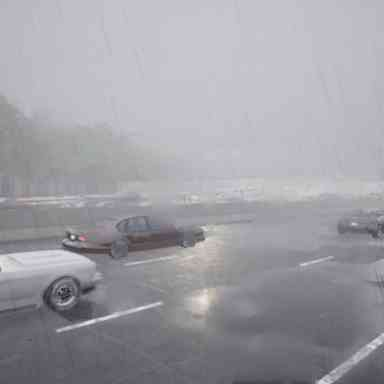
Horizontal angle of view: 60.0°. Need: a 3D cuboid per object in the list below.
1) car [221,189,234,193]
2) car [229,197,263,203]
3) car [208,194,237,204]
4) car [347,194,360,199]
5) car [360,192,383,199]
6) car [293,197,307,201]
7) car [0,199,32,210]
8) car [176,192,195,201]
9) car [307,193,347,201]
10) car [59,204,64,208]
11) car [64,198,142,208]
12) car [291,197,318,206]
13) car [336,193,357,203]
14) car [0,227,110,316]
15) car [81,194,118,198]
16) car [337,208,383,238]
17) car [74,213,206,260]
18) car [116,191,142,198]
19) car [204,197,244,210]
[{"bbox_3d":[7.651,0.156,70.578,1.812,1.442,4.674,1,3,34],"label":"car"},{"bbox_3d":[6.141,1.498,33.747,4.181,1.385,1.994,0,0,-42],"label":"car"},{"bbox_3d":[3.917,1.267,36.451,4.553,1.767,2.097,0,0,-42],"label":"car"},{"bbox_3d":[28.948,1.339,58.667,5.357,1.411,2.033,0,1,-42],"label":"car"},{"bbox_3d":[30.701,1.035,55.546,5.566,2.045,2.150,0,1,-42],"label":"car"},{"bbox_3d":[16.871,1.438,47.948,4.181,1.385,1.994,0,1,-42],"label":"car"},{"bbox_3d":[-16.923,1.355,30.076,1.812,1.442,4.674,1,0,35],"label":"car"},{"bbox_3d":[-0.871,0.708,57.433,1.882,1.535,5.008,1,2,32],"label":"car"},{"bbox_3d":[18.047,1.123,44.318,5.566,2.045,2.150,0,1,-42],"label":"car"},{"bbox_3d":[-8.190,1.412,25.758,4.674,1.442,1.812,0,0,-41],"label":"car"},{"bbox_3d":[-5.886,1.382,23.124,5.008,1.535,1.882,0,0,-41],"label":"car"},{"bbox_3d":[18.234,1.430,53.816,4.718,1.301,1.895,0,1,-41],"label":"car"},{"bbox_3d":[29.774,1.114,64.106,4.553,1.767,2.097,0,0,-42],"label":"car"},{"bbox_3d":[-4.086,1.563,5.800,4.718,1.301,1.895,0,0,-41],"label":"car"},{"bbox_3d":[-9.365,1.217,29.380,4.553,1.767,2.097,0,0,-41],"label":"car"},{"bbox_3d":[9.518,1.559,17.777,4.181,1.385,1.994,0,0,-41],"label":"car"},{"bbox_3d":[-1.941,1.502,12.342,5.357,1.411,2.033,0,0,-41],"label":"car"},{"bbox_3d":[-8.869,0.849,43.681,2.150,2.045,5.566,1,1,29],"label":"car"},{"bbox_3d":[4.056,1.392,41.244,4.902,1.511,2.128,0,0,-41],"label":"car"}]
